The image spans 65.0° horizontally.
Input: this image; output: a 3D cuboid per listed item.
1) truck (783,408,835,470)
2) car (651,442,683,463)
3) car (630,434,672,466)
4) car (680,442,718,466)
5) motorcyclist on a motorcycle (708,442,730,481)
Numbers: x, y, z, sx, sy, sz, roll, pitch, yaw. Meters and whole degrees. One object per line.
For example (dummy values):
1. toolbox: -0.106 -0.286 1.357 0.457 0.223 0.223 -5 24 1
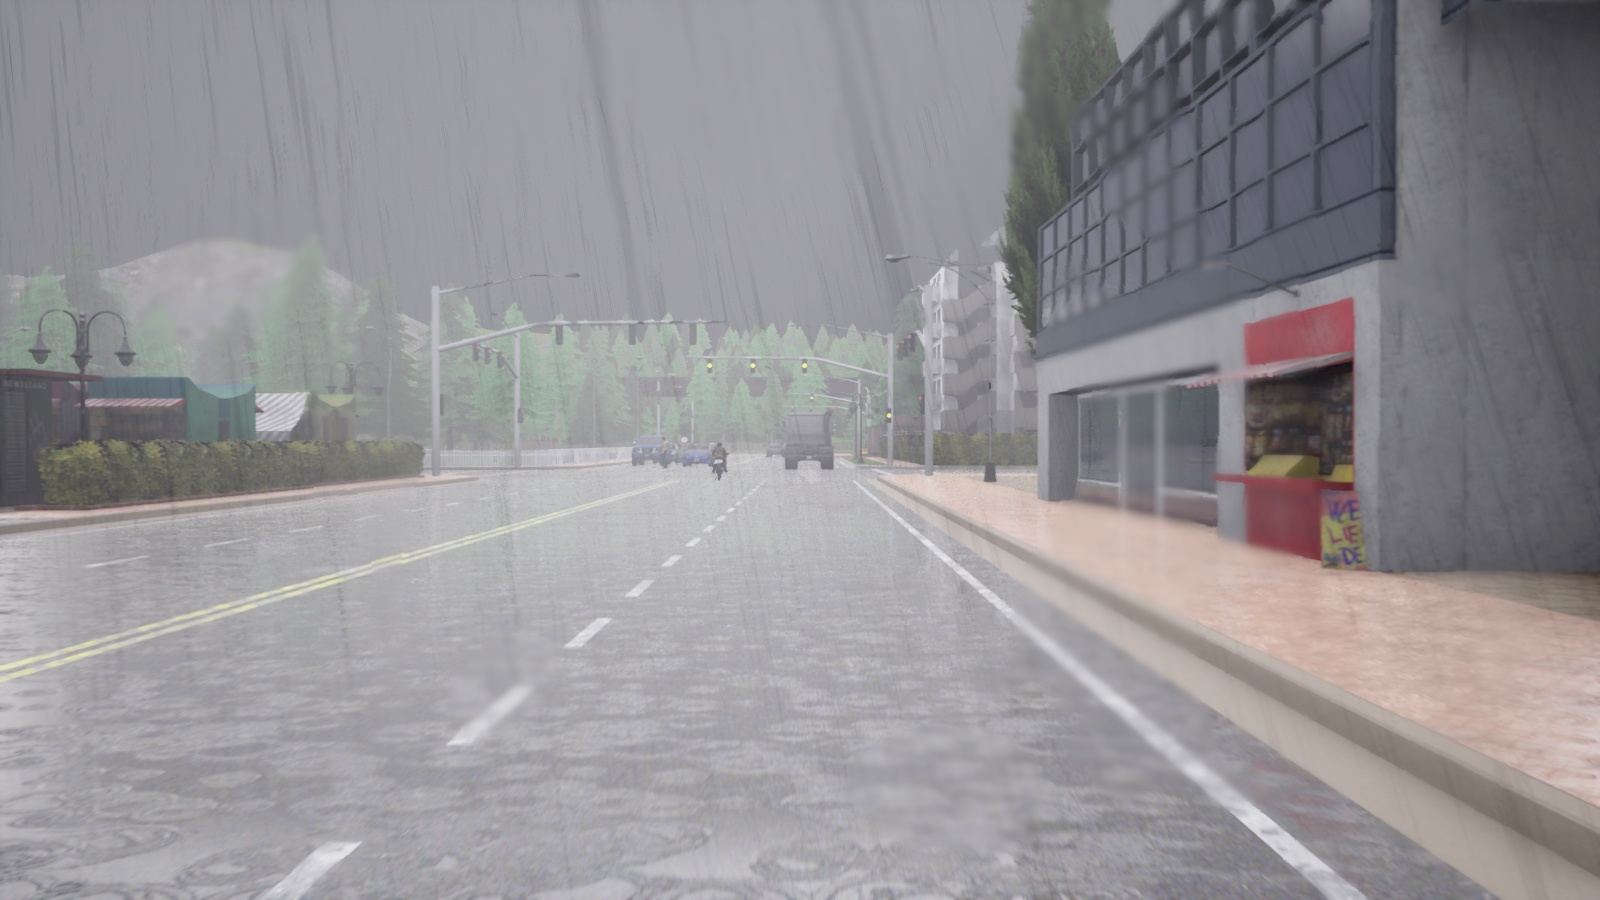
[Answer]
1. truck: 0.539 -0.652 73.968 2.891 3.462 7.936 0 0 0
2. car: -9.827 0.180 93.034 1.970 1.475 3.806 0 0 1
3. car: -9.893 -0.016 83.908 2.150 2.045 5.566 0 0 0
4. car: -6.418 0.237 80.115 2.007 1.525 4.514 0 0 0
5. motorcyclist on a motorcycle: -3.191 0.445 49.775 0.797 1.523 2.044 -1 0 -2
